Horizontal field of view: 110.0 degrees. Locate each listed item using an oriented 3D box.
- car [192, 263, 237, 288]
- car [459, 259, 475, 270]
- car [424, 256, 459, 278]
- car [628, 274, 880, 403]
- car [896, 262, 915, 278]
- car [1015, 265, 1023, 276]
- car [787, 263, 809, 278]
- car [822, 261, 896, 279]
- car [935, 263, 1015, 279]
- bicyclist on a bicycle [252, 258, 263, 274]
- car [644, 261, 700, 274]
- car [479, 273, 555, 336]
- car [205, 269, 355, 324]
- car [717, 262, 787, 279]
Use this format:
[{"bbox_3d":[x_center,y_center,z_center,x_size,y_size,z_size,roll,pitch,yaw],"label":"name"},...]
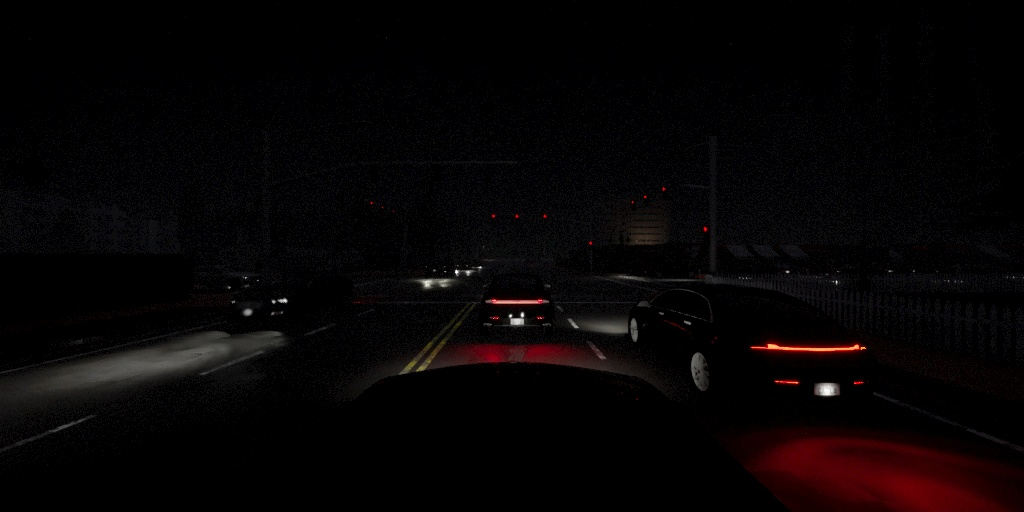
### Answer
[{"bbox_3d":[-18.154,1.276,22.300,4.674,1.442,1.812,0,0,0],"label":"car"},{"bbox_3d":[-6.781,1.256,51.174,1.837,1.490,4.892,0,0,0],"label":"car"},{"bbox_3d":[-6.890,0.973,34.754,2.150,2.045,5.566,0,0,0],"label":"car"},{"bbox_3d":[3.589,1.255,6.467,1.837,1.490,4.892,0,0,1],"label":"car"},{"bbox_3d":[34.970,1.241,33.847,4.902,1.511,2.128,0,0,-1],"label":"car"},{"bbox_3d":[50.108,1.314,34.048,4.181,1.385,1.994,0,0,0],"label":"car"},{"bbox_3d":[24.672,1.297,33.663,5.357,1.411,2.033,0,0,-1],"label":"car"},{"bbox_3d":[28.887,1.276,30.231,4.674,1.442,1.812,0,0,-1],"label":"car"},{"bbox_3d":[38.886,1.276,30.411,4.674,1.442,1.812,0,0,-1],"label":"car"},{"bbox_3d":[-26.161,1.051,36.892,0.582,1.620,1.656,0,0,-3],"label":"bicyclist on a bicycle"},{"bbox_3d":[14.933,1.255,33.545,4.892,1.490,1.837,0,0,1],"label":"car"},{"bbox_3d":[0.134,1.242,10.372,2.128,1.511,4.902,0,0,0],"label":"car"},{"bbox_3d":[-7.038,1.241,12.012,2.128,1.511,4.902,0,0,0],"label":"car"},{"bbox_3d":[19.627,1.241,30.067,4.902,1.511,2.128,0,0,-1],"label":"car"}]
